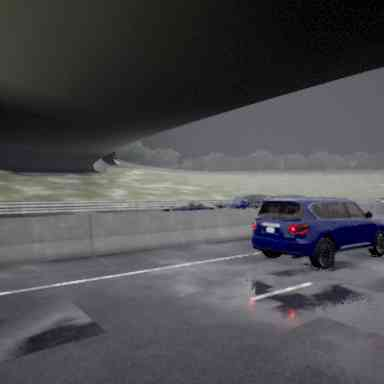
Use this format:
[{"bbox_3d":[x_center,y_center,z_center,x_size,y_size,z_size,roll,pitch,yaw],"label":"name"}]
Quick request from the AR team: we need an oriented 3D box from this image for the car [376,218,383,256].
[{"bbox_3d":[7.333,1.460,8.984,4.902,1.511,2.128,0,0,-36],"label":"car"}]

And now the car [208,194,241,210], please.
[{"bbox_3d":[4.414,1.187,28.647,5.566,2.045,2.150,0,0,-36],"label":"car"}]

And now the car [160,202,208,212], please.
[{"bbox_3d":[-0.443,1.565,29.480,4.718,1.301,1.895,0,0,-36],"label":"car"}]

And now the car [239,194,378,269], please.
[{"bbox_3d":[4.466,1.191,11.238,5.566,2.045,2.150,0,0,-36],"label":"car"}]
